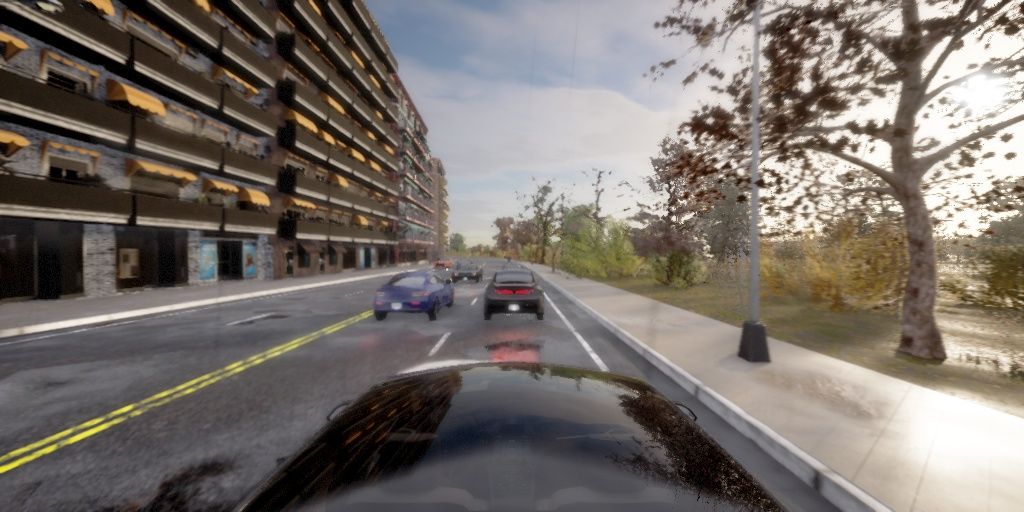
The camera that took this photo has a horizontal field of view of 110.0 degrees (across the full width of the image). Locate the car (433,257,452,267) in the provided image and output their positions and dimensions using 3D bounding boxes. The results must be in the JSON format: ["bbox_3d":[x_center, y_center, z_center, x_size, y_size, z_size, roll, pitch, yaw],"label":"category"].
[{"bbox_3d":[-9.944,0.924,51.747,2.097,1.767,4.553,0,0,-1],"label":"car"}]

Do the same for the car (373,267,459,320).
[{"bbox_3d":[-3.178,1.236,12.240,1.812,1.442,4.674,0,-1,0],"label":"car"}]

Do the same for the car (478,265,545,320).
[{"bbox_3d":[0.073,1.212,12.407,1.837,1.490,4.892,0,-1,0],"label":"car"}]

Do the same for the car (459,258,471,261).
[{"bbox_3d":[-6.678,1.068,50.310,2.128,1.511,4.902,0,0,-1],"label":"car"}]

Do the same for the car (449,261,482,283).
[{"bbox_3d":[-3.170,1.259,26.691,1.895,1.301,4.718,0,0,0],"label":"car"}]
